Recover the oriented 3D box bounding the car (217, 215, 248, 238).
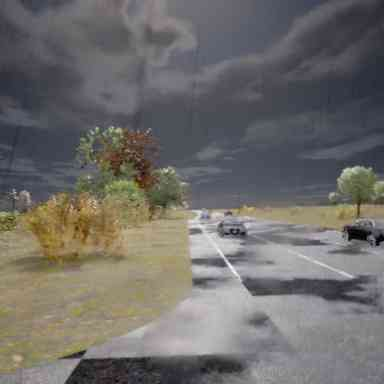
[{"bbox_3d":[3.101,2.792,26.159,1.994,1.385,4.181,-2,-3,-1],"label":"car"}]

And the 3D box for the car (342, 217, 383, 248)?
[{"bbox_3d":[10.185,2.154,18.579,2.128,1.511,4.902,-2,-3,-1],"label":"car"}]

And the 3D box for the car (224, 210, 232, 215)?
[{"bbox_3d":[9.394,5.478,87.335,1.837,1.490,4.892,-2,-3,-1],"label":"car"}]

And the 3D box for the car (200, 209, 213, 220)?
[{"bbox_3d":[2.701,4.665,65.705,1.812,1.442,4.674,-2,-3,3],"label":"car"}]
